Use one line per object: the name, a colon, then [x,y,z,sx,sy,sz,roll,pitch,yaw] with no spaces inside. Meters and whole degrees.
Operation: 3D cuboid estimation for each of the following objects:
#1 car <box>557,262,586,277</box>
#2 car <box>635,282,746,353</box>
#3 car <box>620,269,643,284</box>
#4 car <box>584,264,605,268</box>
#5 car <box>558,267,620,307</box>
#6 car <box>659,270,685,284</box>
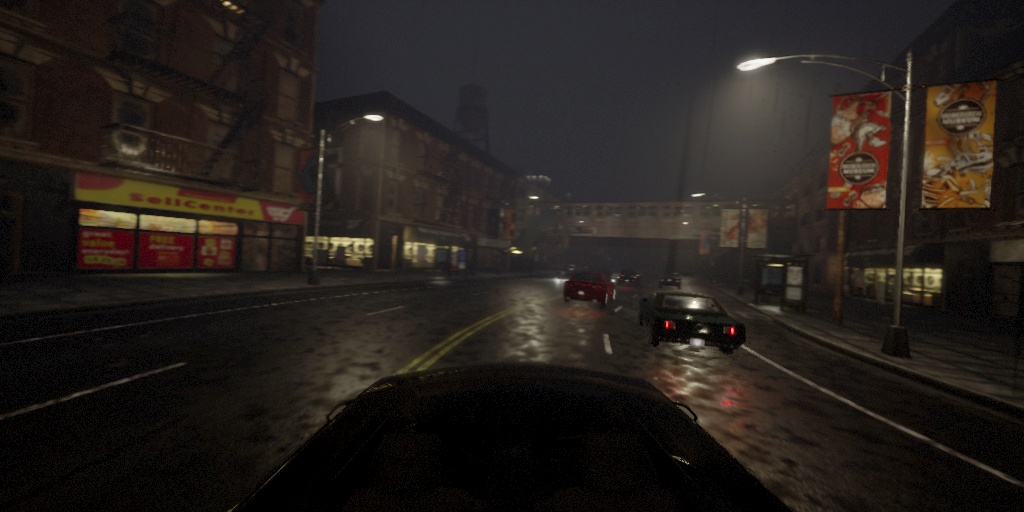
car: [6.563,1.760,41.064,2.128,1.511,4.902,3,0,24]
car: [4.676,1.649,10.053,1.895,1.301,4.718,3,0,15]
car: [11.324,2.022,34.373,1.837,1.490,4.892,3,0,24]
car: [9.821,1.969,39.784,1.882,1.535,5.008,3,0,24]
car: [3.939,1.509,17.755,1.882,1.535,5.008,3,0,22]
car: [14.849,2.267,33.700,2.033,1.411,5.357,3,0,24]
